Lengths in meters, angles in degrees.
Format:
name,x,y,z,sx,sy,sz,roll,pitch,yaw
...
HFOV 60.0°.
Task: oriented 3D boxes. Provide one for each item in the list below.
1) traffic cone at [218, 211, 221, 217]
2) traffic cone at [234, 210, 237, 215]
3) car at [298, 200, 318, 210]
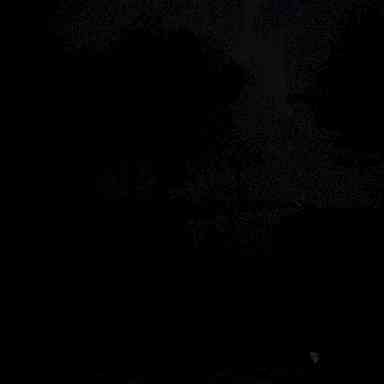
name,x,y,z,sx,sy,sz,roll,pitch,yaw
traffic cone,2.668,2.184,32.534,0.340,0.580,0.340,-1,-1,23
traffic cone,4.834,2.255,37.220,0.340,0.580,0.340,-1,-1,27
car,18.899,2.091,54.060,1.837,1.490,4.892,-2,-3,42
